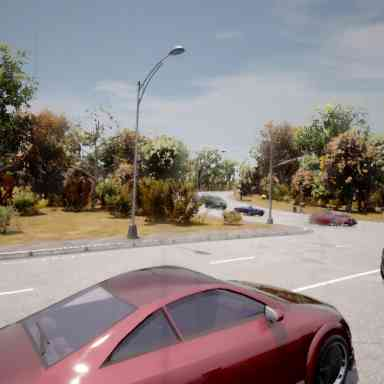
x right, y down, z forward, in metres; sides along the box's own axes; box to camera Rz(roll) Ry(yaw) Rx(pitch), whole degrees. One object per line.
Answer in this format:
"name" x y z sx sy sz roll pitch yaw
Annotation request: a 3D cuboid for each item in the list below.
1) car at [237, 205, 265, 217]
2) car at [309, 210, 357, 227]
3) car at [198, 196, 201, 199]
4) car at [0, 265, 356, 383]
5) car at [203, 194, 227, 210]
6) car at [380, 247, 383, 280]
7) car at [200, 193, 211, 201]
"car" 7.266 2.344 41.957 1.895 1.301 4.718 3 0 -20
"car" 12.621 2.352 29.931 1.994 1.385 4.181 3 -2 -26
"car" 1.047 1.466 65.647 1.837 1.490 4.892 2 2 -9
"car" -0.028 1.572 3.727 4.181 1.385 1.994 0 0 -36
"car" 3.776 1.699 52.881 2.150 2.045 5.566 3 1 -15
"car" 6.996 1.487 8.778 4.553 1.767 2.097 2 -1 -35
"car" 3.203 1.130 78.692 2.128 1.511 4.902 2 2 -1
